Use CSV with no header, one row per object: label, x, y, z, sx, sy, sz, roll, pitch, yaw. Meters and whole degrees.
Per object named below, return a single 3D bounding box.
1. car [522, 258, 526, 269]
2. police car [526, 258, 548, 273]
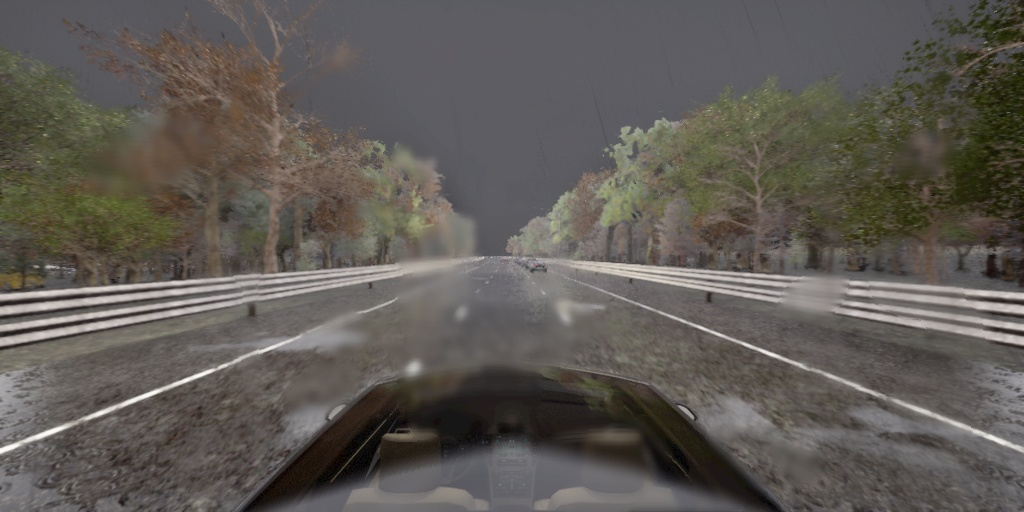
car,2.997,1.176,55.112,2.033,1.649,4.856,0,0,-1
police car,3.193,1.253,44.077,2.038,1.542,4.974,0,0,-1
